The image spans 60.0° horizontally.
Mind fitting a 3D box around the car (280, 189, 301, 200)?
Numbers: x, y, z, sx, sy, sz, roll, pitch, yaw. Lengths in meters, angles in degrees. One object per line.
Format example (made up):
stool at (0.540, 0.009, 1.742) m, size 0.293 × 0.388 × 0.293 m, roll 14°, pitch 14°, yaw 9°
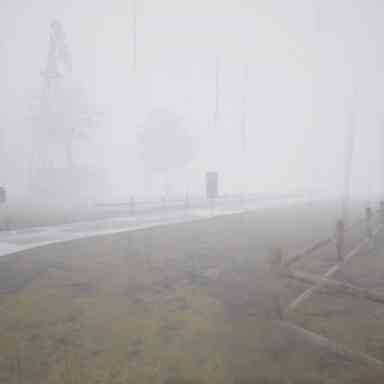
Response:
car at (14.643, 0.312, 49.419) m, size 1.882 × 1.535 × 5.008 m, roll -1°, pitch 0°, yaw 35°
